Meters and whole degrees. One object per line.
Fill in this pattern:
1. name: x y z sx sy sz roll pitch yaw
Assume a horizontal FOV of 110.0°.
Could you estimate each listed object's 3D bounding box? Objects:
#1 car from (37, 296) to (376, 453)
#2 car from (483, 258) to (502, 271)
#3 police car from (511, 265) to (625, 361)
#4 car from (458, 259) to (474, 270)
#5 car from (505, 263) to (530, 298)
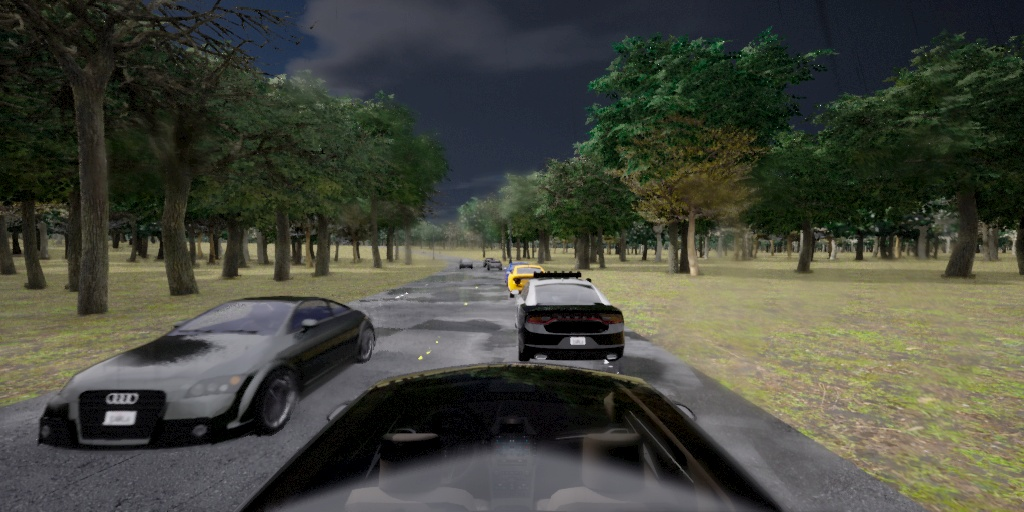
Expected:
1. car: -3.634 1.312 5.308 1.994 1.385 4.181 0 0 0
2. car: -2.352 1.117 47.493 2.128 1.511 4.902 0 0 -6
3. police car: 1.032 1.169 8.382 1.930 1.638 5.238 0 0 -1
4. car: -6.245 1.105 48.993 1.882 1.535 5.008 0 0 -7
5. car: 0.776 1.203 18.338 1.882 1.535 5.008 0 0 -2
